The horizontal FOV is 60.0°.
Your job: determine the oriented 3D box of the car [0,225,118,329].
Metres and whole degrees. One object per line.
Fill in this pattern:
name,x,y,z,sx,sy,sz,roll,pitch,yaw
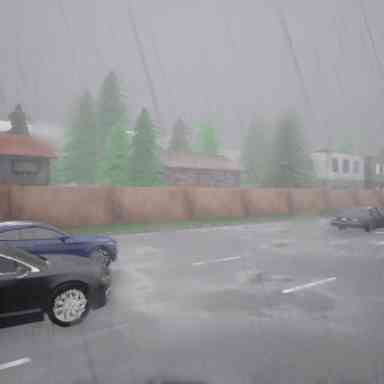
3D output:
car,-3.735,1.505,5.381,4.892,1.490,1.837,0,0,-35

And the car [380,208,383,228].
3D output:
car,11.458,1.483,16.213,5.008,1.535,1.882,0,0,-35

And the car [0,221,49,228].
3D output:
car,-4.387,1.526,9.198,4.674,1.442,1.812,0,0,-35

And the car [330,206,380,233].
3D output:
car,10.430,1.553,19.780,5.357,1.411,2.033,0,0,-35
